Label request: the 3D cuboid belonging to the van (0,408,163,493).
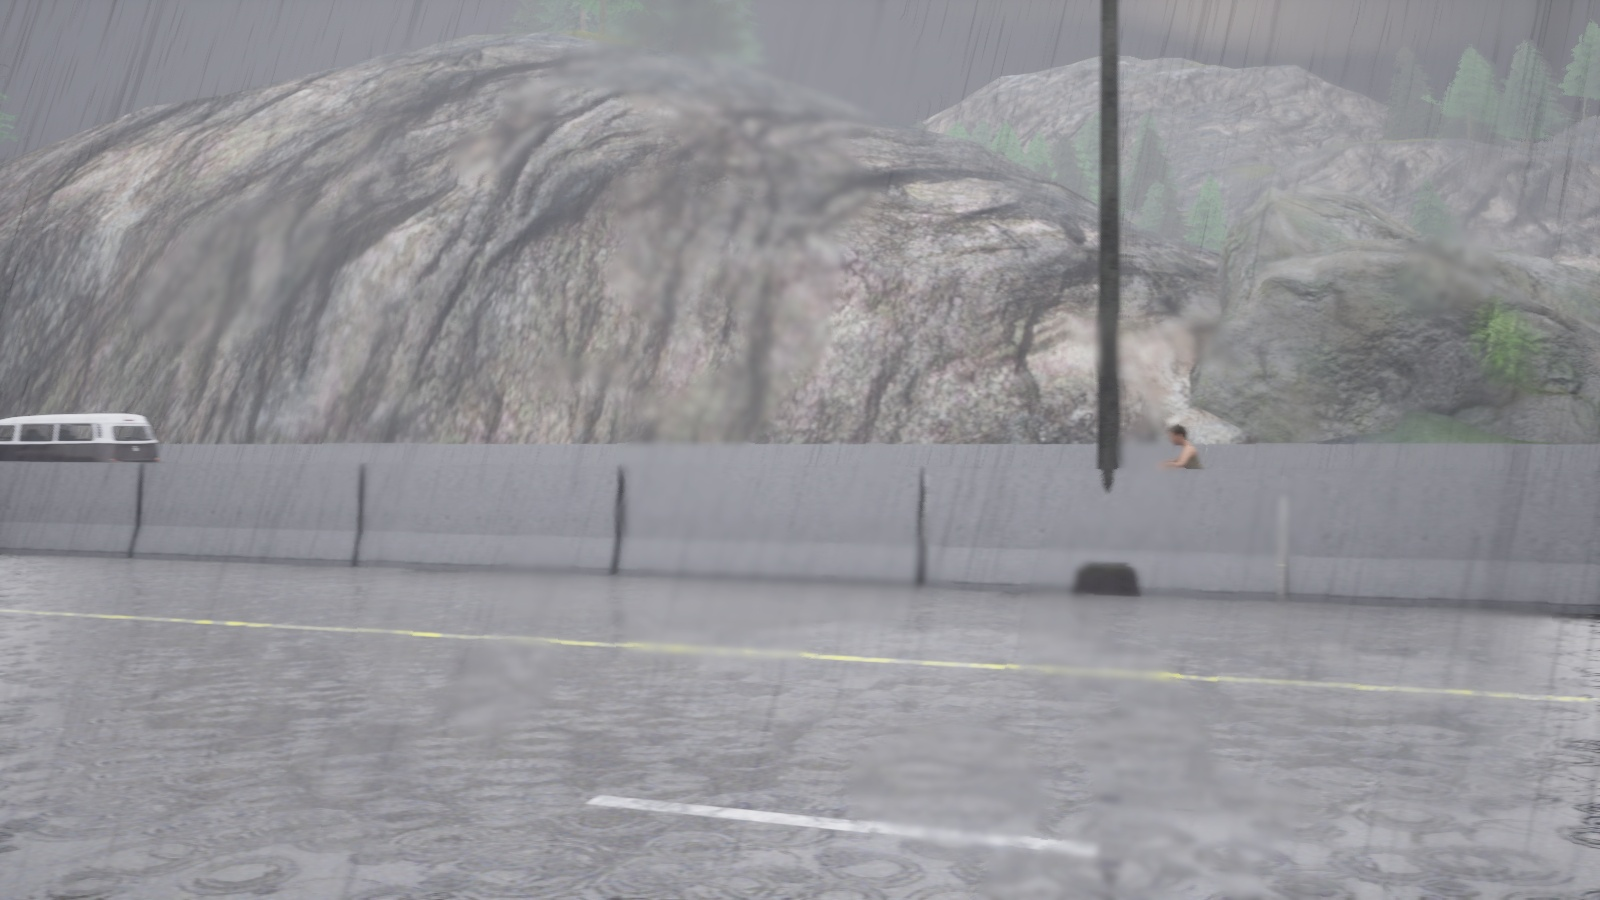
[{"bbox_3d":[-18.635,-0.027,31.613,4.480,2.038,2.069,1,1,19],"label":"van"}]
